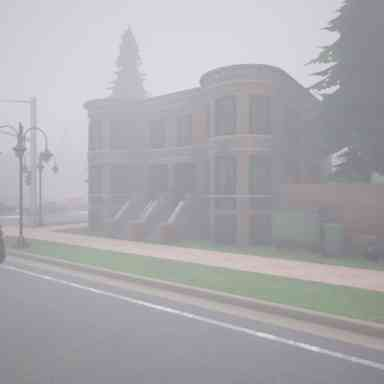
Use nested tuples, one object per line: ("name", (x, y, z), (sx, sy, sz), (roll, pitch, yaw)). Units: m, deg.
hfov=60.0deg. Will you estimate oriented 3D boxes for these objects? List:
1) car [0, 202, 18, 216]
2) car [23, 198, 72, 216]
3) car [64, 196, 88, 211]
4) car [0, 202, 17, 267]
("car", (-19.600, 1.635, 31.944), (1.895, 1.301, 4.718), (0, 0, 35))
("car", (-14.576, 1.595, 33.077), (1.994, 1.385, 4.181), (0, 0, 34))
("car", (-14.600, 1.387, 39.315), (2.097, 1.767, 4.553), (0, 0, 33))
("car", (-7.334, 1.233, 9.214), (5.566, 2.045, 2.150), (0, 0, 36))
